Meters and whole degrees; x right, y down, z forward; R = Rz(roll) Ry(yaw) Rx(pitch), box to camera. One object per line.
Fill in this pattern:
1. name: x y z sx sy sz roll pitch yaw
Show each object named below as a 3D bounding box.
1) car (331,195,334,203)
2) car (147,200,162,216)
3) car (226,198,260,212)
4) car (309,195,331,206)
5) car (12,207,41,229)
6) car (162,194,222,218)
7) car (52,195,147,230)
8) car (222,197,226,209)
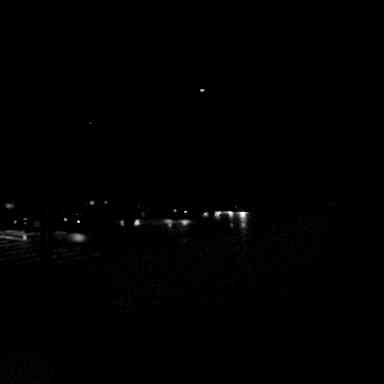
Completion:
1. car: 26.033 1.285 60.695 2.128 1.511 4.902 0 0 36
2. car: -3.948 1.496 30.006 1.882 1.535 5.008 0 0 35
3. car: 6.234 1.446 38.721 1.837 1.490 4.892 0 0 36
4. car: 19.644 1.317 51.687 1.882 1.535 5.008 0 0 35
5. car: -9.411 1.563 22.310 1.837 1.490 4.892 0 0 35
6. car: 0.173 1.207 30.195 2.150 2.045 5.566 0 0 35
7. car: -5.827 1.250 21.744 2.150 2.045 5.566 0 0 35
8. car: 3.563 1.442 40.572 1.882 1.535 5.008 0 0 36
